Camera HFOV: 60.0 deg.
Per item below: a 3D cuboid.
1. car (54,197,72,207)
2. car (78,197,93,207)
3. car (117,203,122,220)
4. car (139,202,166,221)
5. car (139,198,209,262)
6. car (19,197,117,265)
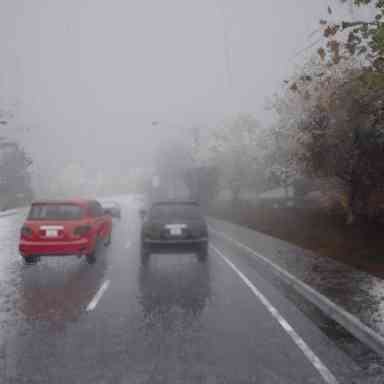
[{"bbox_3d":[-21.124,1.589,54.623,2.128,1.511,4.902,0,0,-15],"label":"car"},{"bbox_3d":[-17.748,1.645,55.577,2.033,1.411,5.357,0,0,-15],"label":"car"},{"bbox_3d":[-7.046,1.573,28.745,1.812,1.442,4.674,0,0,-12],"label":"car"},{"bbox_3d":[-3.501,1.610,28.893,1.994,1.385,4.181,0,0,-12],"label":"car"},{"bbox_3d":[-0.762,1.242,12.374,2.150,2.045,5.566,0,0,-6],"label":"car"},{"bbox_3d":[-4.251,1.247,12.054,2.150,2.045,5.566,0,0,-6],"label":"car"}]
